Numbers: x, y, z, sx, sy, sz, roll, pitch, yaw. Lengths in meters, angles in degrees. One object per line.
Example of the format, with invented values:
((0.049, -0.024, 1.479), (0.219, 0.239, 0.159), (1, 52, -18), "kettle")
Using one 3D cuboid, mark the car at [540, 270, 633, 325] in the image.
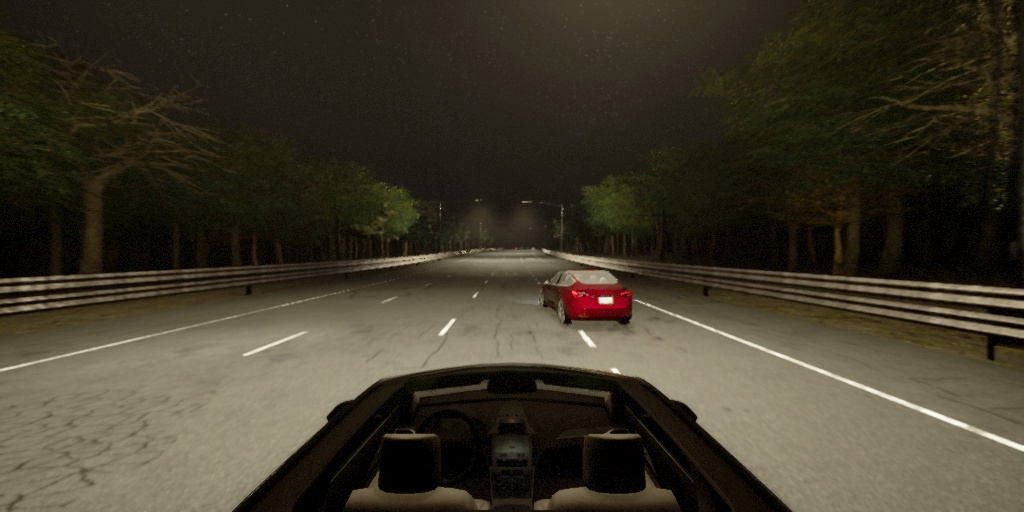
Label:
((2.191, 1.173, 11.552), (2.163, 1.488, 4.792), (0, 0, -6), "car")
